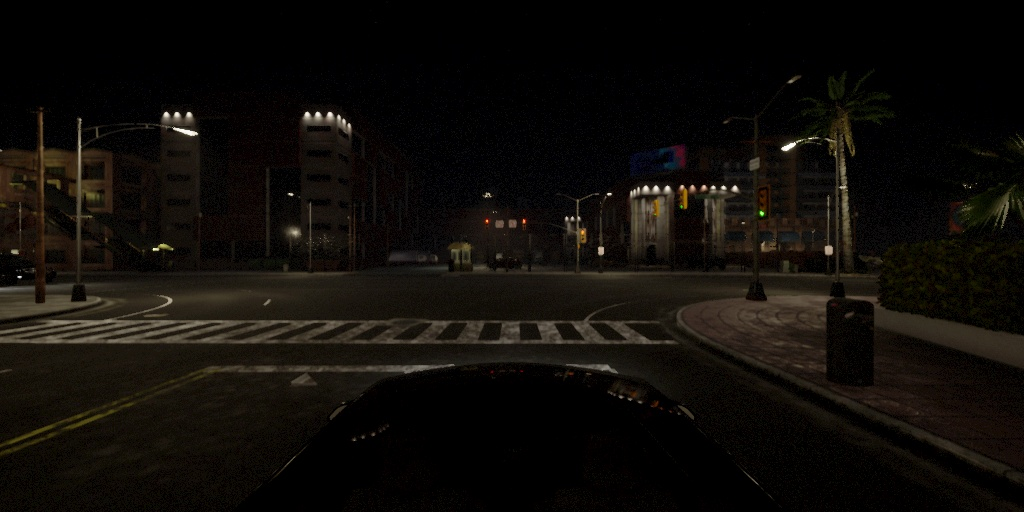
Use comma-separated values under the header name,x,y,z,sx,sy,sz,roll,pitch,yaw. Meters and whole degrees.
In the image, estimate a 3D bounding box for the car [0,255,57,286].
name,x,y,z,sx,sy,sz,roll,pitch,yaw
car,-35.047,0.951,24.646,5.566,2.045,2.150,0,0,0
